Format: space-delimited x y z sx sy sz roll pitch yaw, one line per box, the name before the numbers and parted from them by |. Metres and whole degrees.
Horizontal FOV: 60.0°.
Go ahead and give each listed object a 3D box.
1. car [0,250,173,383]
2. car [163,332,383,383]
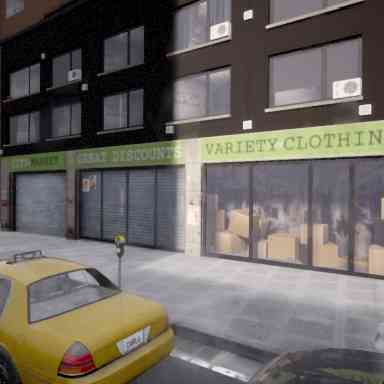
car | -2.510 1.524 4.801 4.829 1.417 1.752 0 1 35
car | 2.229 1.551 1.534 4.403 1.369 2.008 0 1 35
